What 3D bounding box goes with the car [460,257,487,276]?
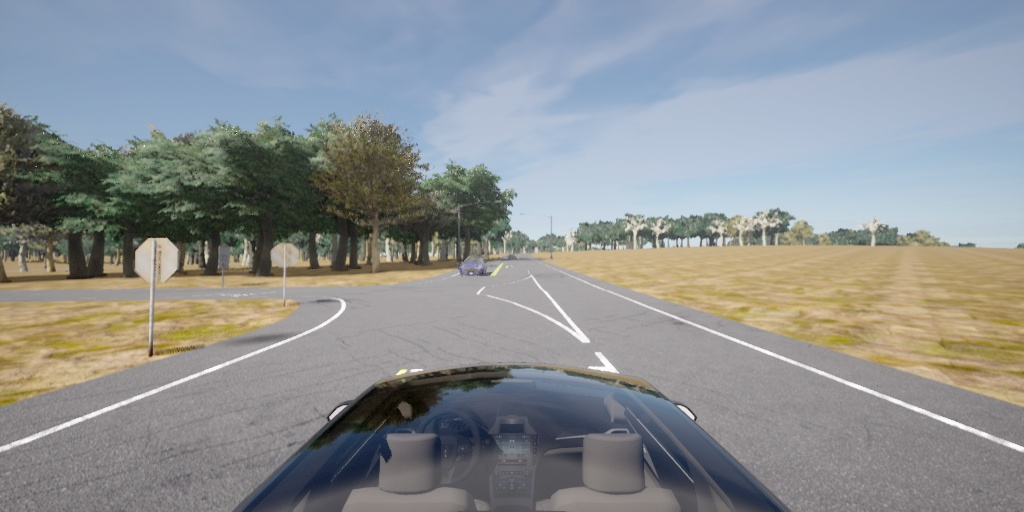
[{"bbox_3d":[-3.489,0.876,32.768,2.097,1.767,4.553,0,1,0],"label":"car"}]
